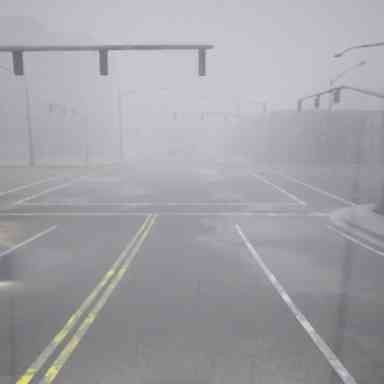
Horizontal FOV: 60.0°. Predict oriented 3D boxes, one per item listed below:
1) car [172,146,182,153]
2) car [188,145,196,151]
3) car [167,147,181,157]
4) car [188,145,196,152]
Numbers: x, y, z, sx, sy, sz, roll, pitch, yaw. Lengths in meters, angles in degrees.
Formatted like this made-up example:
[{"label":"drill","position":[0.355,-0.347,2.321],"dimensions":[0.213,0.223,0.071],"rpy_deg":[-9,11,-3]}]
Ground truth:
[{"label":"car","position":[-3.515,-9.890,77.677],"dimensions":[1.994,1.385,4.181],"rpy_deg":[0,9,0]},{"label":"car","position":[-0.017,-11.936,89.714],"dimensions":[2.033,1.411,5.357],"rpy_deg":[0,9,0]},{"label":"car","position":[-3.534,-7.563,62.262],"dimensions":[2.097,1.767,4.553],"rpy_deg":[0,9,0]},{"label":"car","position":[-0.016,-10.278,80.001],"dimensions":[1.994,1.385,4.181],"rpy_deg":[0,9,0]}]
